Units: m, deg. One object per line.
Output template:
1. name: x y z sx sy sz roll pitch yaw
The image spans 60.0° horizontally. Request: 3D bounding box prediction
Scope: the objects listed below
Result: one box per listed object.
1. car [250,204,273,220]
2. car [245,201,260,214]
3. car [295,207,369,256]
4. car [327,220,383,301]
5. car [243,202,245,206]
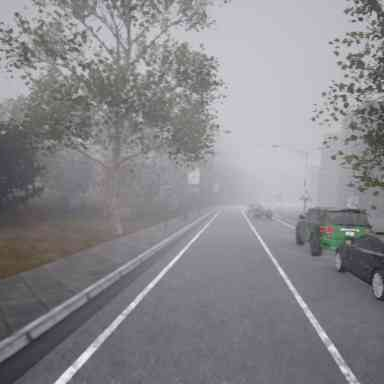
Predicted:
1. car: 8.140 2.428 38.529 1.895 1.301 4.718 3 -1 7
2. car: 9.390 2.357 49.254 2.097 1.767 4.553 3 -1 8
3. car: 6.256 1.705 15.173 2.150 2.045 5.566 3 -1 7
4. car: 5.505 1.857 9.164 1.882 1.535 5.008 3 -1 7
5. car: 13.898 2.847 81.618 1.895 1.301 4.718 4 1 23
